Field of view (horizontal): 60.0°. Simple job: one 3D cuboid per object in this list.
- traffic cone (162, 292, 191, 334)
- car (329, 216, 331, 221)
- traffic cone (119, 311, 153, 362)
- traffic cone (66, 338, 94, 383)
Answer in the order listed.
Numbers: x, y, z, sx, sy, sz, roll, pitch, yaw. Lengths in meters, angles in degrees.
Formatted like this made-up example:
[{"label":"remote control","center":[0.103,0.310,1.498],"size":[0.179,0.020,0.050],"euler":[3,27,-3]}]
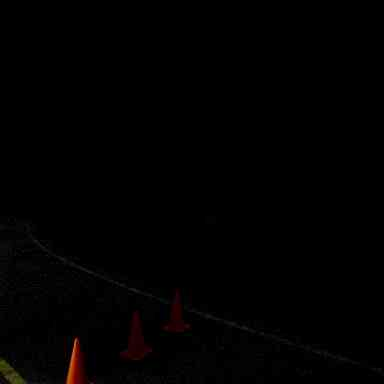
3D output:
[{"label":"traffic cone","center":[-0.250,1.931,5.447],"size":[0.340,0.580,0.340],"euler":[1,1,31]},{"label":"car","center":[35.637,6.632,82.729],"size":[1.851,1.617,3.988],"euler":[-4,-3,4]},{"label":"traffic cone","center":[-0.770,1.938,4.597],"size":[0.340,0.580,0.340],"euler":[1,1,32]},{"label":"traffic cone","center":[-1.290,1.945,3.746],"size":[0.340,0.580,0.340],"euler":[1,1,31]}]
